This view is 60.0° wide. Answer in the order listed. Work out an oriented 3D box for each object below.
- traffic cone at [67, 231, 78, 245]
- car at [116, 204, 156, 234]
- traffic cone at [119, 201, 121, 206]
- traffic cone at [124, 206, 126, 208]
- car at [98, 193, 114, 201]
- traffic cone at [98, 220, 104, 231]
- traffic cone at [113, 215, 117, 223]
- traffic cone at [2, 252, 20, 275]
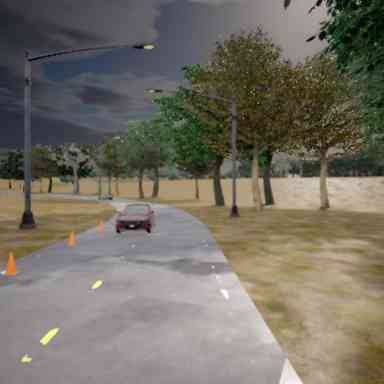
[{"bbox_3d":[-5.129,1.955,14.251,0.340,0.580,0.340,0,0,-1],"label":"traffic cone"},{"bbox_3d":[-3.184,1.451,19.476,1.882,1.535,5.008,0,0,-3],"label":"car"},{"bbox_3d":[-8.975,1.722,43.222,0.340,0.580,0.340,-1,1,-16],"label":"traffic cone"},{"bbox_3d":[-6.771,1.834,33.743,0.340,0.580,0.340,-1,1,-10],"label":"traffic cone"},{"bbox_3d":[-17.089,0.977,65.764,1.994,1.385,4.181,-2,2,-33],"label":"car"},{"bbox_3d":[-5.239,1.937,19.228,0.340,0.580,0.340,0,0,-2],"label":"traffic cone"},{"bbox_3d":[-5.511,1.912,24.090,0.340,0.580,0.340,0,0,-5],"label":"traffic cone"},{"bbox_3d":[-5.022,1.965,9.249,0.340,0.580,0.340,0,0,-1],"label":"traffic cone"}]
